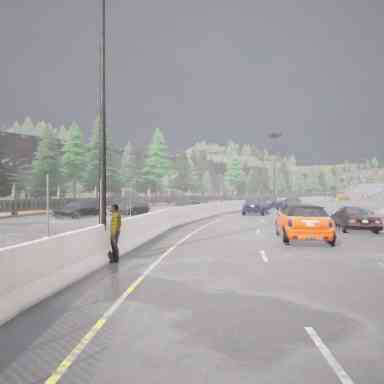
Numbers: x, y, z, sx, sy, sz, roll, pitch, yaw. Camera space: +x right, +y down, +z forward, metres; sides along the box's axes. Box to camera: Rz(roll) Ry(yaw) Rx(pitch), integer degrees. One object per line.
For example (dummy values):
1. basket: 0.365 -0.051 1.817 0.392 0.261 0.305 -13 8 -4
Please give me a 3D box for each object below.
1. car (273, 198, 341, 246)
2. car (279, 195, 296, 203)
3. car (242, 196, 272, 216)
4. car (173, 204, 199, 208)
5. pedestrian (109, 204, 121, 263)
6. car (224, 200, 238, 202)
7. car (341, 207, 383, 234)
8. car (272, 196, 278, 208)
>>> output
1. car: 5.175 1.352 15.638 2.097 1.767 4.553 0 0 10
2. car: 20.367 1.391 70.566 1.882 1.535 5.008 0 0 36
3. car: 6.437 1.352 33.265 2.097 1.767 4.553 0 0 20
4. car: -0.562 1.491 35.105 2.128 1.511 4.902 0 0 20
5. pedestrian: -2.444 1.294 10.518 0.375 1.860 0.375 0 0 6
6. car: 8.095 1.563 65.587 1.994 1.385 4.181 0 0 36
7. car: 9.371 1.546 19.251 2.033 1.411 5.357 0 0 14
8. car: 10.515 1.352 42.697 2.097 1.767 4.553 0 0 28
